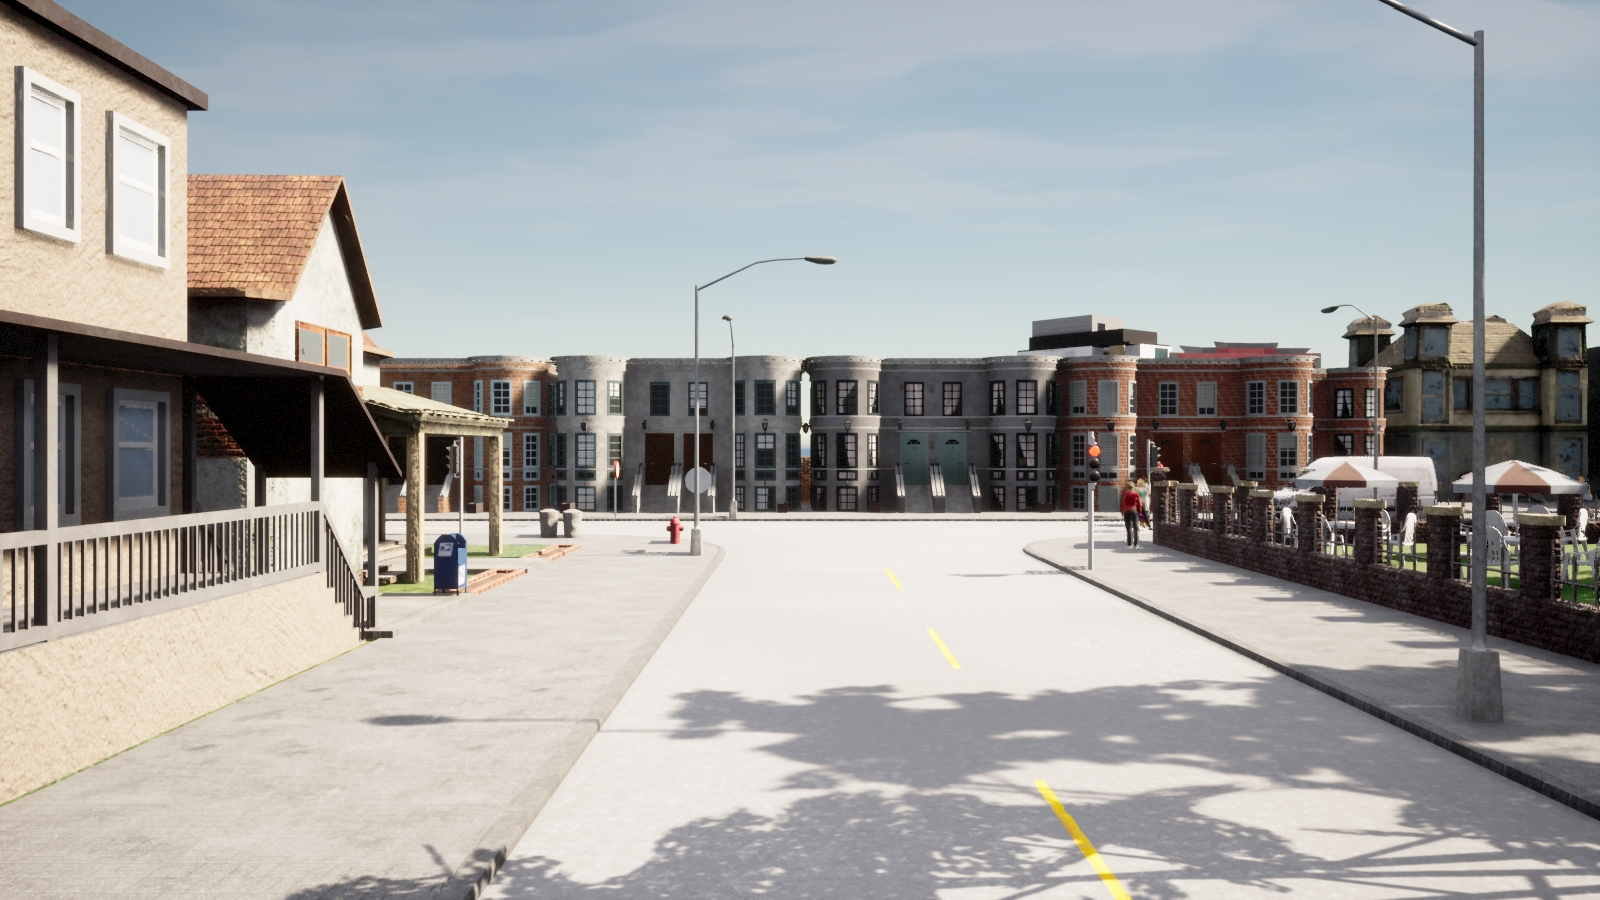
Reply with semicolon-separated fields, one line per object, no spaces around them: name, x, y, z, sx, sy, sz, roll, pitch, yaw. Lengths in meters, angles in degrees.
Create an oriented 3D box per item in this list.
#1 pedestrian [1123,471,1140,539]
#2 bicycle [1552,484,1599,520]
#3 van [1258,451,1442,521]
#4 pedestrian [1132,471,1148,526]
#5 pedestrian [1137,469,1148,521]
pedestrian;9.127;1.516;31.466;0.375;1.860;0.375;0;0;8
bicycle;29.072;1.936;42.714;1.643;1.296;0.373;0;0;0
van;20.498;1.314;42.744;5.915;2.561;1.988;0;0;0
pedestrian;11.458;1.629;38.531;0.375;1.860;0.375;0;0;-35
pedestrian;12.488;1.629;41.641;0.375;1.860;0.375;0;0;13
